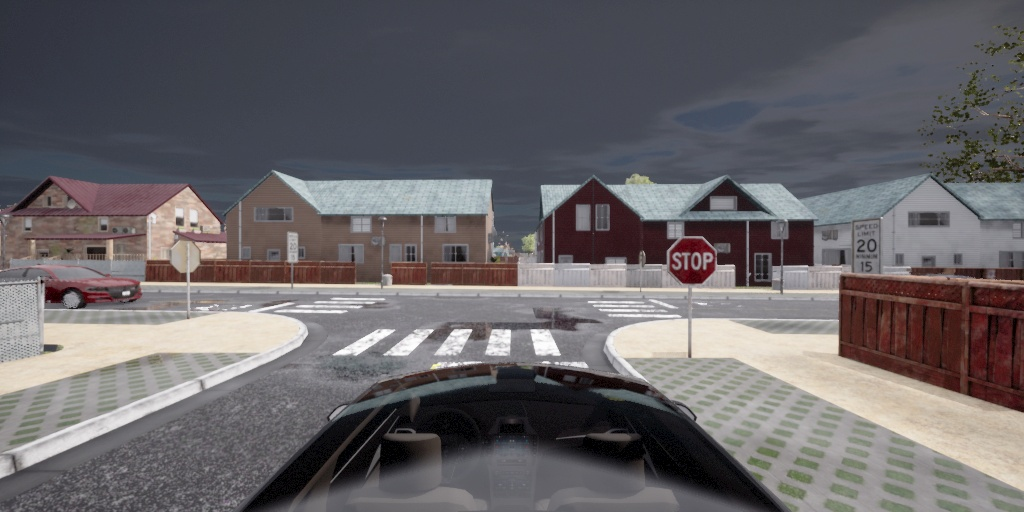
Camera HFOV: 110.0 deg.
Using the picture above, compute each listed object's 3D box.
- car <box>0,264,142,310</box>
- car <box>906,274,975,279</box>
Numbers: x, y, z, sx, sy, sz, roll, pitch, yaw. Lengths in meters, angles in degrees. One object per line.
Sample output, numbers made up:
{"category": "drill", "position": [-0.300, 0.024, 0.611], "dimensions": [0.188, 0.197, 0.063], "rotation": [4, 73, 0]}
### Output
{"category": "car", "position": [-16.722, 1.076, 13.275], "dimensions": [5.008, 1.535, 1.882], "rotation": [1, 0, 1]}
{"category": "car", "position": [18.129, 1.487, 15.463], "dimensions": [5.357, 1.411, 2.033], "rotation": [1, 0, 1]}
